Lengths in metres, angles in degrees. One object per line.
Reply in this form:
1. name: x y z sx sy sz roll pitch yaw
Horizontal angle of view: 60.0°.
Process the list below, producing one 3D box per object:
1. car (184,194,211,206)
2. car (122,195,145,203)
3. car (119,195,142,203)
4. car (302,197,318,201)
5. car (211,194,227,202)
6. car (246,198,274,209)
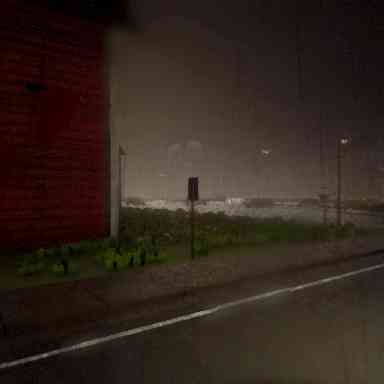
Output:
1. car: 0.626 1.310 54.586 3.866 1.878 1.905 0 0 -36
2. car: -9.498 1.525 55.527 2.128 1.511 4.902 0 0 -37
3. car: -13.664 1.476 74.124 4.611 1.667 2.242 0 0 -36
4. car: 18.723 1.518 52.596 3.905 1.438 1.784 0 0 -36
5. car: 5.308 1.307 70.635 4.605 1.855 1.932 0 0 -36
6. car: 9.043 1.503 44.039 4.193 1.474 1.816 0 0 -36
